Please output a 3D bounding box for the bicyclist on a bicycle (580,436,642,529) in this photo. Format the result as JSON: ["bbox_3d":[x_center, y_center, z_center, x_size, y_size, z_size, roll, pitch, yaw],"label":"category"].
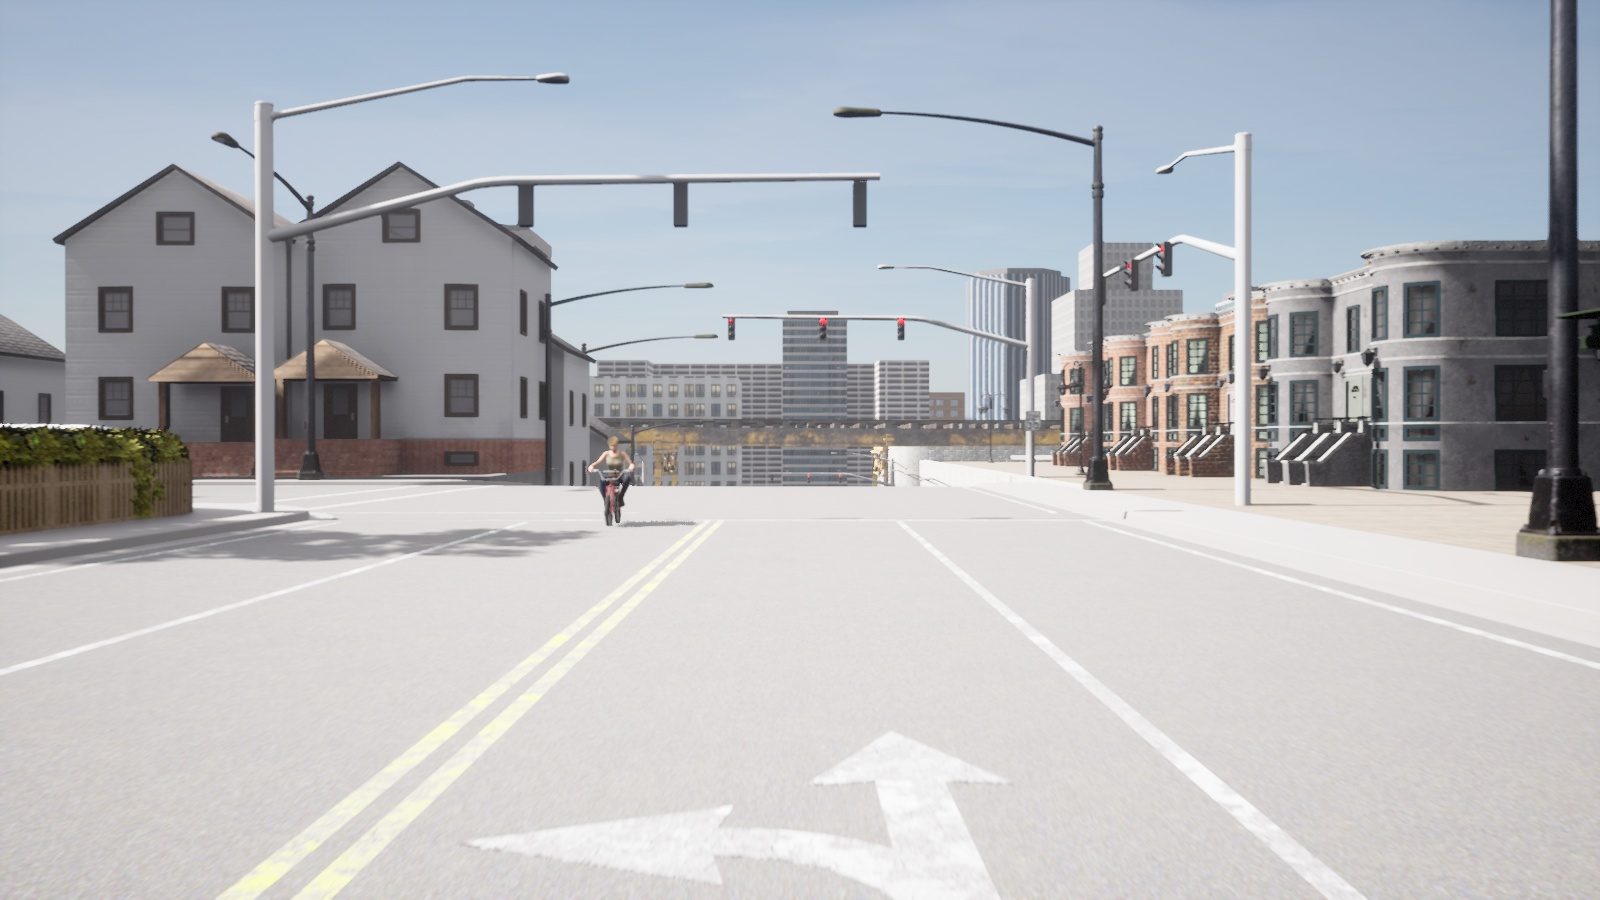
[{"bbox_3d":[-3.377,0.554,22.545,0.866,1.612,1.509,0,0,1],"label":"bicyclist on a bicycle"}]

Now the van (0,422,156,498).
[{"bbox_3d":[-20.454,0.261,34.452,4.480,2.038,2.069,0,0,0],"label":"van"}]
